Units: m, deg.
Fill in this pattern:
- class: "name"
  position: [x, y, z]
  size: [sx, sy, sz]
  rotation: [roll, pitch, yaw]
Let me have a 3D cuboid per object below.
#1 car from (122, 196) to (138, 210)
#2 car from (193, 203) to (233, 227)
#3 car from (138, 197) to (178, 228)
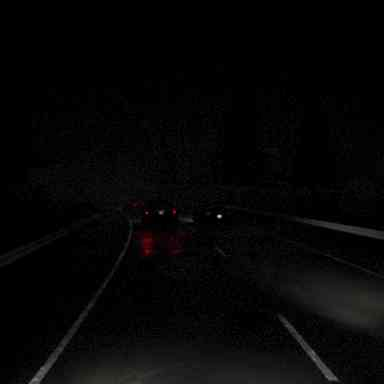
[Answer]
- class: "car"
  position: [-7.143, 1.249, 39.521]
  size: [1.882, 1.535, 5.008]
  rotation: [0, 0, -19]
- class: "car"
  position: [1.284, 1.425, 21.920]
  size: [1.994, 1.385, 4.181]
  rotation: [0, 0, -10]
- class: "car"
  position: [-2.151, 1.225, 21.252]
  size: [2.097, 1.767, 4.553]
  rotation: [0, 0, -10]
